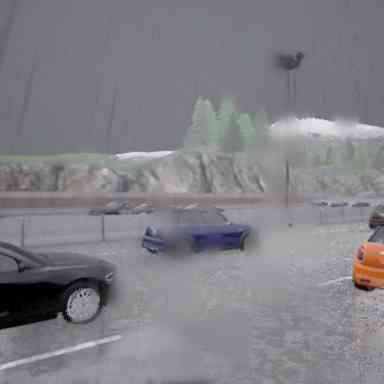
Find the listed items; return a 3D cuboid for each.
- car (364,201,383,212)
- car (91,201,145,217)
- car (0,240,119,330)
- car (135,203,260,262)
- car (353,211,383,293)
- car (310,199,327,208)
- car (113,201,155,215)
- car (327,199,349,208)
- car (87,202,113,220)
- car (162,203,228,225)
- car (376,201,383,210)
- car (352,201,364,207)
[{"bbox_3d":[13.915,1.600,22.441,4.553,1.767,2.097,1,-1,-37],"label":"car"},{"bbox_3d":[-7.316,1.640,33.189,4.892,1.490,1.837,1,0,-36],"label":"car"},{"bbox_3d":[-3.674,1.478,5.436,5.008,1.535,1.882,0,0,-35],"label":"car"},{"bbox_3d":[0.466,1.430,12.682,4.553,1.767,2.097,1,0,-35],"label":"car"},{"bbox_3d":[5.897,1.447,7.956,4.553,1.767,2.097,1,0,-35],"label":"car"},{"bbox_3d":[22.888,2.022,59.903,1.882,1.535,5.008,0,0,41],"label":"car"},{"bbox_3d":[-3.602,1.636,27.241,4.892,1.490,1.837,1,0,-36],"label":"car"},{"bbox_3d":[25.775,2.039,57.872,1.882,1.535,5.008,0,0,41],"label":"car"},{"bbox_3d":[-6.680,1.718,29.330,4.718,1.301,1.895,1,0,-36],"label":"car"},{"bbox_3d":[0.303,1.632,25.736,5.008,1.535,1.882,1,-1,-36],"label":"car"},{"bbox_3d":[31.358,2.129,53.625,2.033,1.411,5.357,0,0,40],"label":"car"},{"bbox_3d":[28.268,2.168,55.388,1.895,1.301,4.718,0,0,41],"label":"car"}]
